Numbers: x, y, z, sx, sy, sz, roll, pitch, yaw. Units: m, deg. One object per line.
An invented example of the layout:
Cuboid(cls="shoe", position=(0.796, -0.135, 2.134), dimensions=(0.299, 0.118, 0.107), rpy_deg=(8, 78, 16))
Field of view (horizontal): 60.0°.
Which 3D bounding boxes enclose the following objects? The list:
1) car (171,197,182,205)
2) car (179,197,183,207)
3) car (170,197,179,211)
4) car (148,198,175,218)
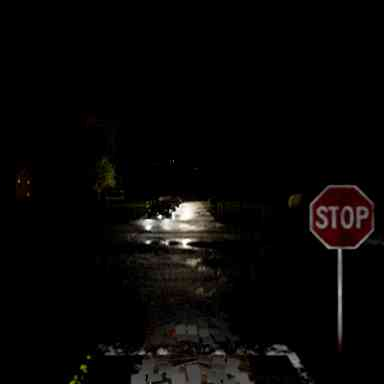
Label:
Cuboid(cls="car", position=(-2.754, 1.577, 60.468), dimensions=(1.812, 1.442, 4.674), rpy_deg=(0, 0, 0))
Cuboid(cls="car", position=(-2.796, 1.521, 49.722), dimensions=(1.882, 1.535, 5.008), rpy_deg=(0, 0, 0))
Cuboid(cls="car", position=(-2.815, 1.561, 39.284), dimensions=(1.812, 1.442, 4.674), rpy_deg=(0, 0, 0))
Cuboid(cls="car", position=(-2.844, 1.554, 30.248), dimensions=(1.812, 1.442, 4.674), rpy_deg=(0, 0, 1))
